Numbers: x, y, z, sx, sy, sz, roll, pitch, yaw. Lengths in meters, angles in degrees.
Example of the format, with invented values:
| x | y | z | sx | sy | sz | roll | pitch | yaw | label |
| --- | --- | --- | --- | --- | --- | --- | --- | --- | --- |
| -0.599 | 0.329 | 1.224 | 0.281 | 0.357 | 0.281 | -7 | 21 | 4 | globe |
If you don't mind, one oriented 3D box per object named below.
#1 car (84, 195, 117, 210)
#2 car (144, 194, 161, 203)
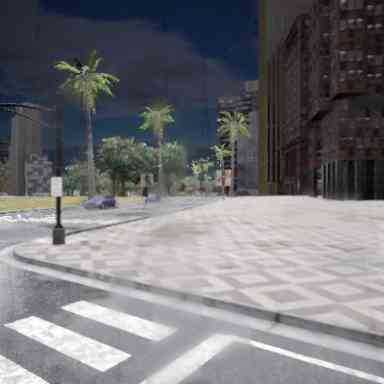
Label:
| x | y | z | sx | sy | sz | roll | pitch | yaw | label |
| --- | --- | --- | --- | --- | --- | --- | --- | --- | --- |
| -10.300 | 1.103 | 37.714 | 2.097 | 1.767 | 4.553 | 0 | 1 | 13 | car |
| -6.452 | 1.100 | 55.316 | 1.812 | 1.442 | 4.674 | 0 | 0 | 11 | car |
